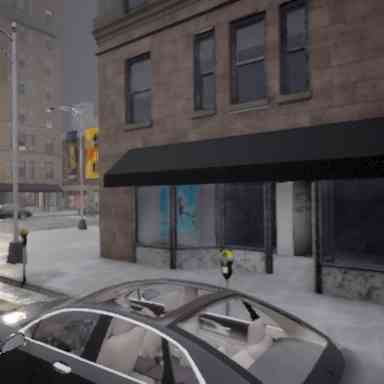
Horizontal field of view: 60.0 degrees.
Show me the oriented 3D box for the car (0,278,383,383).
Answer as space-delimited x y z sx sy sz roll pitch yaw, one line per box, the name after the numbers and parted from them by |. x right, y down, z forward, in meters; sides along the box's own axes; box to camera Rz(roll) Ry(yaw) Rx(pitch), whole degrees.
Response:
-0.539 1.568 3.240 4.403 1.369 2.008 -1 -1 35 | car

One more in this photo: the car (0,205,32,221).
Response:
-16.663 1.866 29.522 1.812 1.442 4.674 -1 -1 37 | car

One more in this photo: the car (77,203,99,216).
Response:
-10.893 1.950 37.703 1.994 1.385 4.181 -1 -1 35 | car
